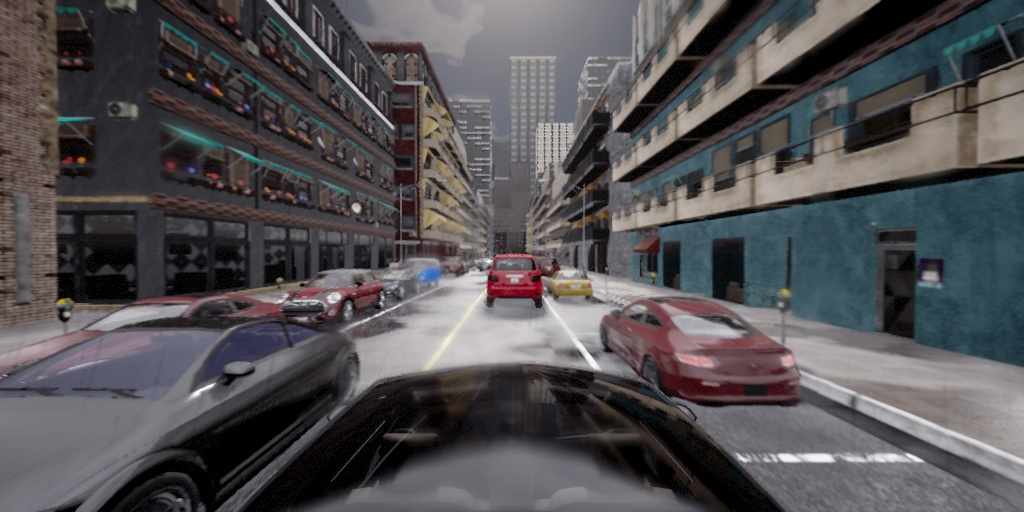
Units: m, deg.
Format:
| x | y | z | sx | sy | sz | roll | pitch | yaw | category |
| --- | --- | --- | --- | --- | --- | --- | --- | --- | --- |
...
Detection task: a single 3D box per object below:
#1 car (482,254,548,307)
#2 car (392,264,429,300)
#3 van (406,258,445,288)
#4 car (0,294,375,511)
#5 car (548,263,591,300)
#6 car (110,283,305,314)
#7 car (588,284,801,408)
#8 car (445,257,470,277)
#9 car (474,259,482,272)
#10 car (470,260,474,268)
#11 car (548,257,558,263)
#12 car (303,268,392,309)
| x | y | z | sx | sy | sz | roll | pitch | yaw | category |
| --- | --- | --- | --- | --- | --- | --- | --- | --- | --- |
| 0.098 | 0.948 | 15.485 | 2.150 | 2.045 | 5.566 | 0 | 0 | 0 | car |
| -5.661 | 1.271 | 17.256 | 2.007 | 1.370 | 4.403 | 0 | 0 | 0 | car |
| -5.661 | 1.050 | 22.858 | 1.690 | 1.789 | 3.998 | 0 | 0 | 0 | van |
| -3.100 | 1.311 | 3.332 | 1.994 | 1.385 | 4.181 | 0 | 0 | 0 | car |
| 2.687 | 1.246 | 17.399 | 1.751 | 1.417 | 4.829 | 0 | 0 | 0 | car |
| -5.659 | 1.324 | 6.053 | 1.802 | 1.307 | 4.207 | 0 | 0 | 0 | car |
| 2.689 | 1.324 | 6.025 | 1.802 | 1.307 | 4.207 | 0 | 0 | 0 | car |
| -5.686 | 1.003 | 34.062 | 2.192 | 1.841 | 5.009 | 0 | 0 | 0 | car |
| -3.083 | 1.160 | 44.311 | 2.128 | 1.511 | 4.902 | 0 | 0 | 0 | car |
| -5.703 | 1.228 | 39.665 | 2.007 | 1.370 | 4.403 | 0 | 0 | 0 | car |
| 2.686 | 1.013 | 28.433 | 2.192 | 1.841 | 5.009 | 0 | 0 | 0 | car |
| -5.660 | 1.171 | 11.654 | 1.967 | 1.591 | 4.097 | 0 | 0 | 0 | car |
